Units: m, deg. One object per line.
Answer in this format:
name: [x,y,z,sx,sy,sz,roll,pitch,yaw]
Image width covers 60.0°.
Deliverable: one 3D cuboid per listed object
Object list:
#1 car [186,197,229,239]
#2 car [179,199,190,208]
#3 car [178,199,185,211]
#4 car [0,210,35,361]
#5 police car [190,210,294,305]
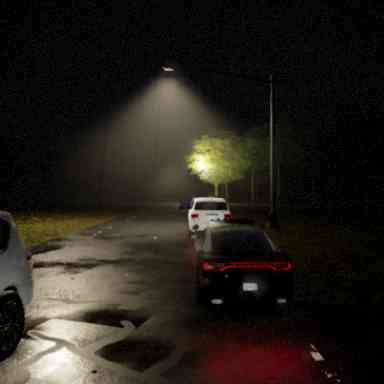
car: [0.885,1.347,18.371,2.150,2.045,5.566,0,0,-1]
car: [-1.379,1.958,59.595,1.837,1.490,4.892,-1,0,-3]
car: [-0.827,1.901,45.894,1.994,1.385,4.181,0,-1,-1]
car: [-3.538,1.241,3.020,2.150,2.045,5.566,0,0,-1]
police car: [1.001,1.476,8.424,1.930,1.638,5.238,0,0,0]
